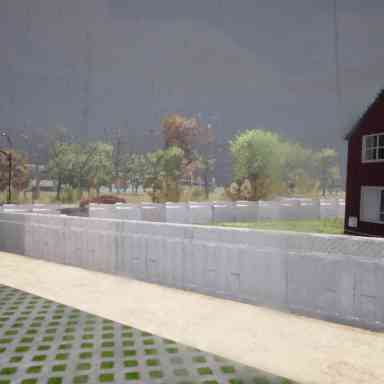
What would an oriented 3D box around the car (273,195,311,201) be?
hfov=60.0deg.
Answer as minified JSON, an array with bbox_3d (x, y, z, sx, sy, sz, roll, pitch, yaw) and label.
[{"bbox_3d":[13.182,1.073,44.023,4.718,1.301,1.895,0,2,-18],"label":"car"}]

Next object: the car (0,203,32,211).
[{"bbox_3d":[-13.388,1.535,25.251,5.357,1.411,2.033,0,2,-12],"label":"car"}]

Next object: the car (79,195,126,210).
[{"bbox_3d":[-9.763,1.097,36.387,5.008,1.535,1.882,0,2,-18],"label":"car"}]
